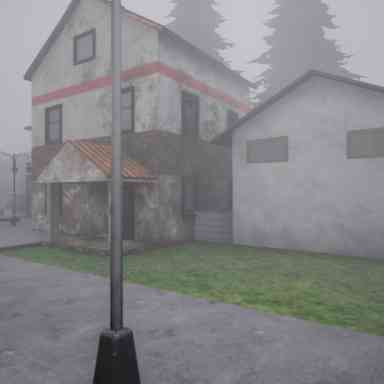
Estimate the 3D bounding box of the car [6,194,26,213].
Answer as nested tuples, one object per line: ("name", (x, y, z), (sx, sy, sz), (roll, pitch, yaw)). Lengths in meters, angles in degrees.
("car", (-17.930, 1.255, 37.567), (2.150, 2.045, 5.566), (0, 0, 34))
